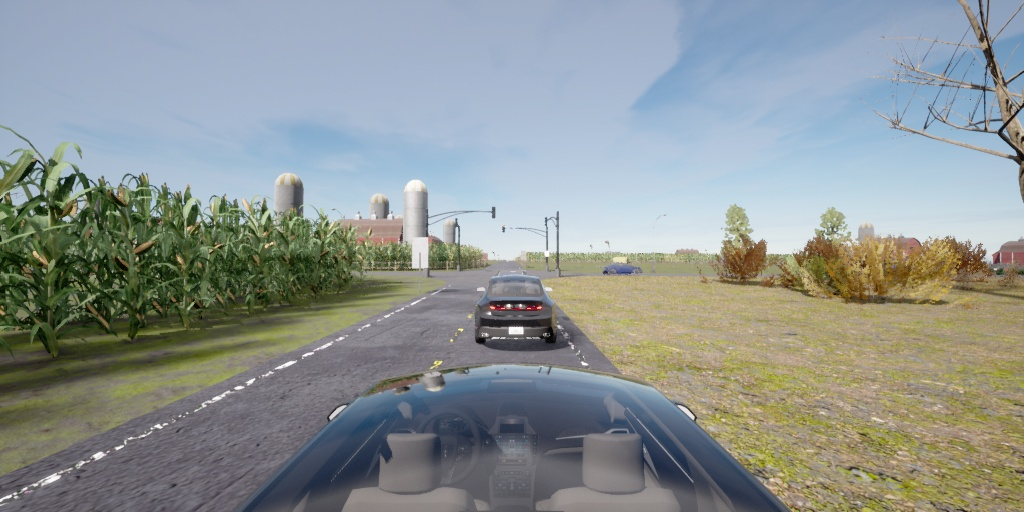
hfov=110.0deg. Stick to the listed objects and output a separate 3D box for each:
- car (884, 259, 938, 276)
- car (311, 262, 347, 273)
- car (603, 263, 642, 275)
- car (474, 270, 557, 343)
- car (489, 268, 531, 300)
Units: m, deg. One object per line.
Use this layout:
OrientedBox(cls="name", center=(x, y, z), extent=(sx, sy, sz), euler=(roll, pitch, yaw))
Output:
OrientedBox(cls="car", center=(47.227, 1.401, 42.311), extent=(5.566, 2.045, 2.150), euler=(2, -1, -6))
OrientedBox(cls="car", center=(-19.787, 0.931, 37.635), extent=(4.553, 1.767, 2.097), euler=(0, -1, -3))
OrientedBox(cls="car", center=(12.190, 1.418, 39.677), extent=(4.181, 1.385, 1.994), euler=(1, -1, -4))
OrientedBox(cls="car", center=(0.078, 1.259, 9.649), extent=(1.837, 1.490, 4.892), euler=(0, 0, 0))
OrientedBox(cls="car", center=(0.030, 1.360, 18.801), extent=(1.895, 1.301, 4.718), euler=(0, 0, 4))
